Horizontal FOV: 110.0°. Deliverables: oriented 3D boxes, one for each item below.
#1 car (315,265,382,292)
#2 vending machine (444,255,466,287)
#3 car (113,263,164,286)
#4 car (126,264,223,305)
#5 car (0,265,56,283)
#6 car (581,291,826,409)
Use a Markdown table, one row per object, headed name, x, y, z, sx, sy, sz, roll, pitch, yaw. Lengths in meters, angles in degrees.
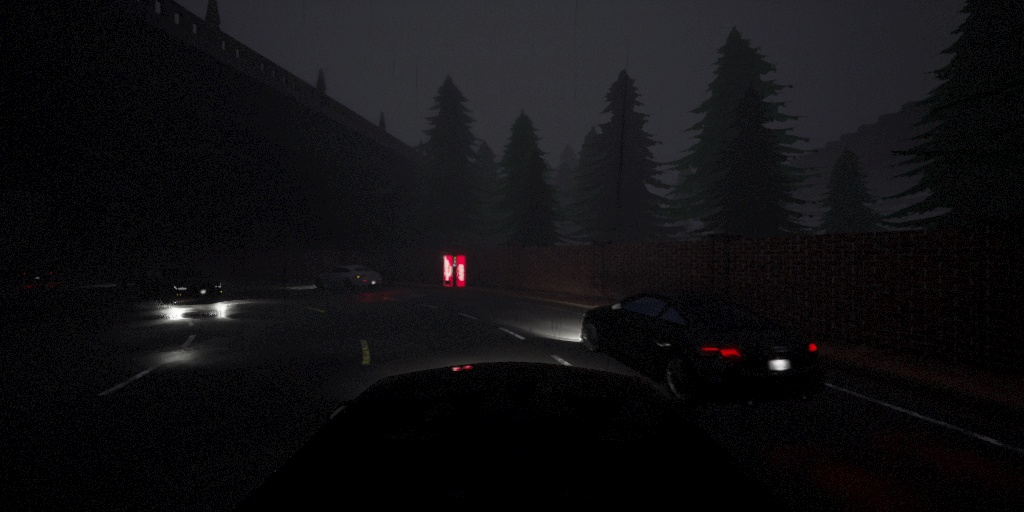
| name | x | y | z | sx | sy | sz | roll | pitch | yaw |
| --- | --- | --- | --- | --- | --- | --- | --- | --- | --- |
| car | -9.781 | 1.269 | 21.442 | 4.674 | 1.442 | 1.812 | 0 | 0 | 32 |
| vending machine | -3.500 | 0.939 | 21.972 | 0.880 | 2.100 | 1.100 | 0 | 0 | 36 |
| car | -24.023 | 1.245 | 23.843 | 4.892 | 1.490 | 1.837 | -1 | -1 | 17 |
| car | -15.022 | 1.250 | 16.122 | 4.892 | 1.490 | 1.837 | 0 | 0 | 28 |
| car | -37.429 | 1.343 | 27.141 | 4.718 | 1.301 | 1.895 | 0 | 0 | 13 |
| car | 2.840 | 1.313 | 6.373 | 1.994 | 1.385 | 4.181 | 0 | 0 | -13 |
